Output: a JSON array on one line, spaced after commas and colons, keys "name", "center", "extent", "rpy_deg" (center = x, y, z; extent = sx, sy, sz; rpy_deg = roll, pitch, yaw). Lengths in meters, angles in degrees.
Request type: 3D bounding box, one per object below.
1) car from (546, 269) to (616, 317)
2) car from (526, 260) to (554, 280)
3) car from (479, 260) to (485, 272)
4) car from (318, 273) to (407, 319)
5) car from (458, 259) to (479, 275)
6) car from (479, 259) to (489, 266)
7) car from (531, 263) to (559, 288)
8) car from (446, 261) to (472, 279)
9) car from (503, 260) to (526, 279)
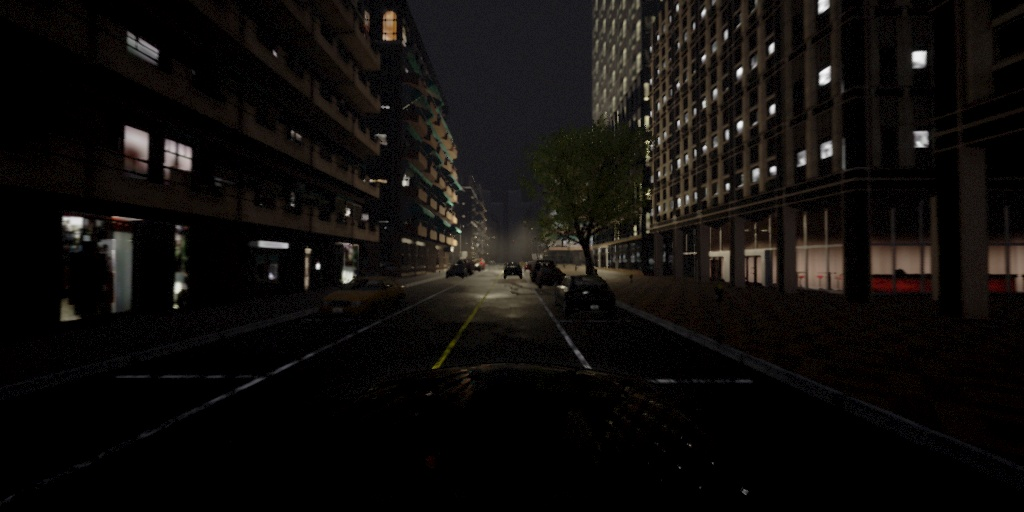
[{"name": "car", "center": [2.564, 1.365, 13.335], "extent": [2.007, 1.370, 4.403], "rpy_deg": [0, 0, 0]}, {"name": "car", "center": [2.596, 1.225, 30.290], "extent": [2.192, 1.841, 5.009], "rpy_deg": [0, 0, 0]}, {"name": "car", "center": [-5.461, 1.610, 52.951], "extent": [1.948, 1.339, 4.313], "rpy_deg": [0, 0, 0]}, {"name": "car", "center": [-5.284, 1.340, 13.257], "extent": [1.751, 1.417, 4.829], "rpy_deg": [0, 0, 0]}, {"name": "car", "center": [-5.459, 1.291, 41.659], "extent": [2.192, 1.841, 5.009], "rpy_deg": [0, 0, 0]}, {"name": "car", "center": [-5.462, 1.393, 58.598], "extent": [2.192, 1.841, 5.009], "rpy_deg": [0, 0, 0]}, {"name": "car", "center": [2.563, 1.423, 24.638], "extent": [1.888, 1.381, 4.507], "rpy_deg": [0, 0, 0]}, {"name": "car", "center": [-5.458, 1.509, 36.012], "extent": [1.948, 1.339, 4.313], "rpy_deg": [0, 0, 0]}, {"name": "car", "center": [0.094, 1.435, 36.113], "extent": [2.128, 1.511, 4.902], "rpy_deg": [0, 0, 0]}]
